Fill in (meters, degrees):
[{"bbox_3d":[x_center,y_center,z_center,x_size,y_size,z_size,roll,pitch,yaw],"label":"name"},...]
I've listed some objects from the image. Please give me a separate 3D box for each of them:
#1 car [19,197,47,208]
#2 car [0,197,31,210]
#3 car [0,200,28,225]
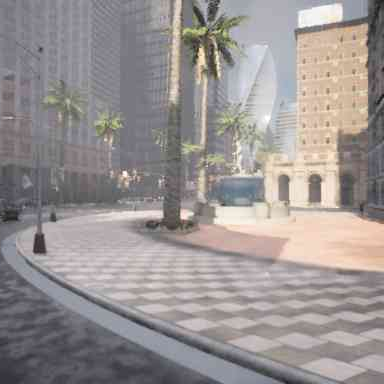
[{"bbox_3d":[-19.671,1.373,39.996,1.837,1.490,4.892,0,0,21],"label":"car"},{"bbox_3d":[-22.934,1.408,41.261,2.033,1.411,5.357,0,0,21],"label":"car"},{"bbox_3d":[-14.805,1.608,25.430,1.882,1.535,5.008,0,0,-4],"label":"car"}]
